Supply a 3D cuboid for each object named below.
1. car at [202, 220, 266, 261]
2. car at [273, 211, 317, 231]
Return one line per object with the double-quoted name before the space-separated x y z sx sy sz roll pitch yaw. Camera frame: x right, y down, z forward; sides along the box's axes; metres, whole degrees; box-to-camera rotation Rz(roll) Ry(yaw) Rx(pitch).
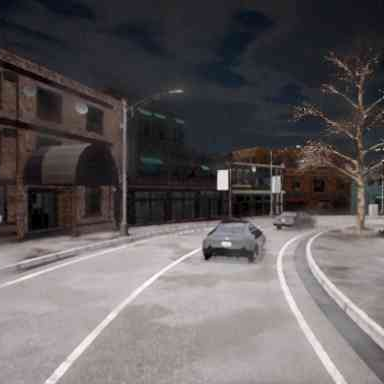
"car" 1.815 1.836 13.554 1.994 1.385 4.181 0 -1 18
"car" 8.109 2.181 26.037 2.033 1.411 5.357 0 -2 37
